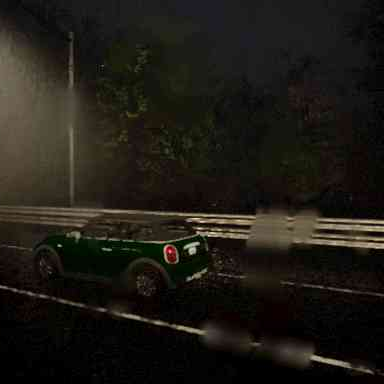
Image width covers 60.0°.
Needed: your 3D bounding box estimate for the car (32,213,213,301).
[{"bbox_3d":[-1.854,1.308,8.361,4.553,1.767,2.097,0,0,28],"label":"car"}]
